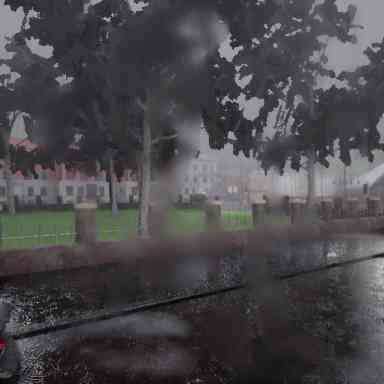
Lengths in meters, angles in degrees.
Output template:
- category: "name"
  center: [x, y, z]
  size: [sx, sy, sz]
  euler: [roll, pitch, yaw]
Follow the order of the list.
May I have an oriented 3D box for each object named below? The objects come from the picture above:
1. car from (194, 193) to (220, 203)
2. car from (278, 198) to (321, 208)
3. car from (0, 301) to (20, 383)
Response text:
- category: "car"
  center: [2.013, 1.217, 51.119]
  size: [2.150, 2.045, 5.566]
  euler: [0, 0, -35]
- category: "car"
  center: [11.885, 1.475, 36.856]
  size: [1.882, 1.535, 5.008]
  euler: [0, 0, -35]
- category: "car"
  center: [-3.733, 1.505, 1.877]
  size: [4.892, 1.490, 1.837]
  euler: [0, 0, -37]
